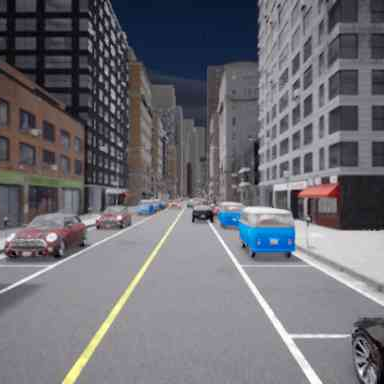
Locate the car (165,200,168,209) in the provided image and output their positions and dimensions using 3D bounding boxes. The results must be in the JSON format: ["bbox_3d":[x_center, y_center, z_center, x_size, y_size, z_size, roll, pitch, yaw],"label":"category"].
[{"bbox_3d":[-5.655,2.358,57.413,1.947,1.339,4.313,0,-1,0],"label":"car"}]

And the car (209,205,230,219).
[{"bbox_3d":[2.865,2.069,35.407,1.802,1.307,4.206,0,-1,0],"label":"car"}]

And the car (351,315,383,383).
[{"bbox_3d":[2.857,1.601,2.402,1.947,1.339,4.313,0,-1,0],"label":"car"}]

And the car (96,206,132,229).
[{"bbox_3d":[-5.663,1.777,24.410,1.967,1.590,4.097,0,-1,0],"label":"car"}]

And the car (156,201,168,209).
[{"bbox_3d":[-5.653,2.451,62.914,1.802,1.307,4.206,0,-1,0],"label":"car"}]

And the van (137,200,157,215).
[{"bbox_3d":[-5.659,1.904,40.914,1.690,1.788,3.998,0,-1,0],"label":"van"}]

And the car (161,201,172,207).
[{"bbox_3d":[-5.651,2.590,73.915,1.947,1.339,4.313,0,-1,0],"label":"car"}]

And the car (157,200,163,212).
[{"bbox_3d":[-5.657,2.190,46.411,2.008,1.369,4.403,0,-1,0],"label":"car"}]

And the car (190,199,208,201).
[{"bbox_3d":[0.912,2.092,46.274,1.801,1.575,5.366,0,-1,0],"label":"car"}]

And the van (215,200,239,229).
[{"bbox_3d":[2.862,1.677,24.409,1.690,1.788,3.998,0,-1,0],"label":"van"}]

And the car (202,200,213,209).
[{"bbox_3d":[2.872,2.308,62.913,1.967,1.590,4.097,0,-1,0],"label":"car"}]

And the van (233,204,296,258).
[{"bbox_3d":[2.859,1.527,13.407,1.690,1.788,3.998,0,-1,0],"label":"van"}]

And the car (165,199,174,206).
[{"bbox_3d":[-5.649,2.620,84.919,1.967,1.590,4.097,0,-1,0],"label":"car"}]

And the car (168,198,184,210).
[{"bbox_3d":[-3.032,2.161,58.642,2.097,1.767,4.553,0,-1,1],"label":"car"}]

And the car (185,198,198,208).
[{"bbox_3d":[0.017,2.465,65.317,1.994,1.385,4.181,0,-1,0],"label":"car"}]

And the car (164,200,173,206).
[{"bbox_3d":[-5.650,2.684,79.416,1.802,1.307,4.206,0,-1,0],"label":"car"}]

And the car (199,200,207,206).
[{"bbox_3d":[2.877,2.745,84.915,1.947,1.339,4.313,0,-1,0],"label":"car"}]

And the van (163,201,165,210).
[{"bbox_3d":[-5.656,2.056,51.915,1.690,1.788,3.998,0,-1,0],"label":"van"}]

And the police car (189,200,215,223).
[{"bbox_3d":[0.908,1.841,30.195,1.930,1.638,5.238,0,-1,0],"label":"police car"}]

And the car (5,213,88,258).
[{"bbox_3d":[-5.666,1.626,13.408,1.967,1.590,4.097,0,-1,0],"label":"car"}]

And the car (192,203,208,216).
[{"bbox_3d":[0.911,2.078,40.084,1.812,1.442,4.674,0,-1,0],"label":"car"}]
